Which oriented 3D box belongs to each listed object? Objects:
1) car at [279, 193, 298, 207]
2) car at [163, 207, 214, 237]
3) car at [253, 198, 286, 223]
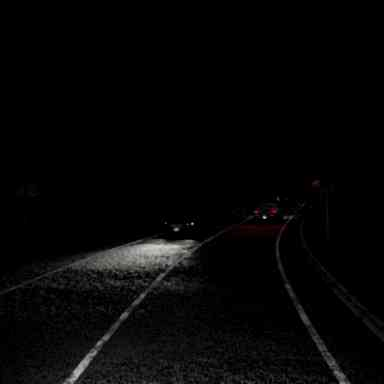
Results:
[{"bbox_3d":[11.625,0.876,40.338,2.097,1.767,4.553,-2,1,21],"label":"car"},{"bbox_3d":[-0.073,1.599,18.810,2.128,1.511,4.902,-1,0,17],"label":"car"},{"bbox_3d":[5.755,1.463,25.055,1.812,1.442,4.674,-2,1,20],"label":"car"}]
